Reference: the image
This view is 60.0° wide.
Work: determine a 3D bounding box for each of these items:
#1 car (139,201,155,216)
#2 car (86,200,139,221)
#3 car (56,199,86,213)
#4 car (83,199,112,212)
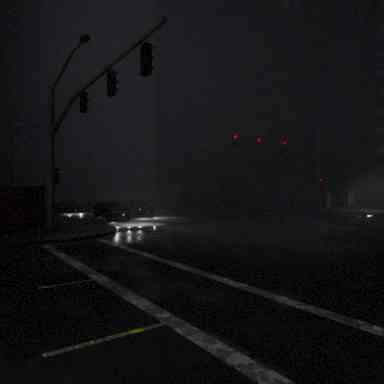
[{"bbox_3d":[-5.229,1.531,31.592,1.812,1.442,4.674,0,0,-36],"label":"car"},{"bbox_3d":[-6.716,1.495,27.637,2.128,1.511,4.902,0,0,-36],"label":"car"},{"bbox_3d":[-13.892,1.551,37.613,2.033,1.411,5.357,0,0,-36],"label":"car"},{"bbox_3d":[-11.570,1.606,40.391,1.895,1.301,4.718,0,0,-36],"label":"car"}]
